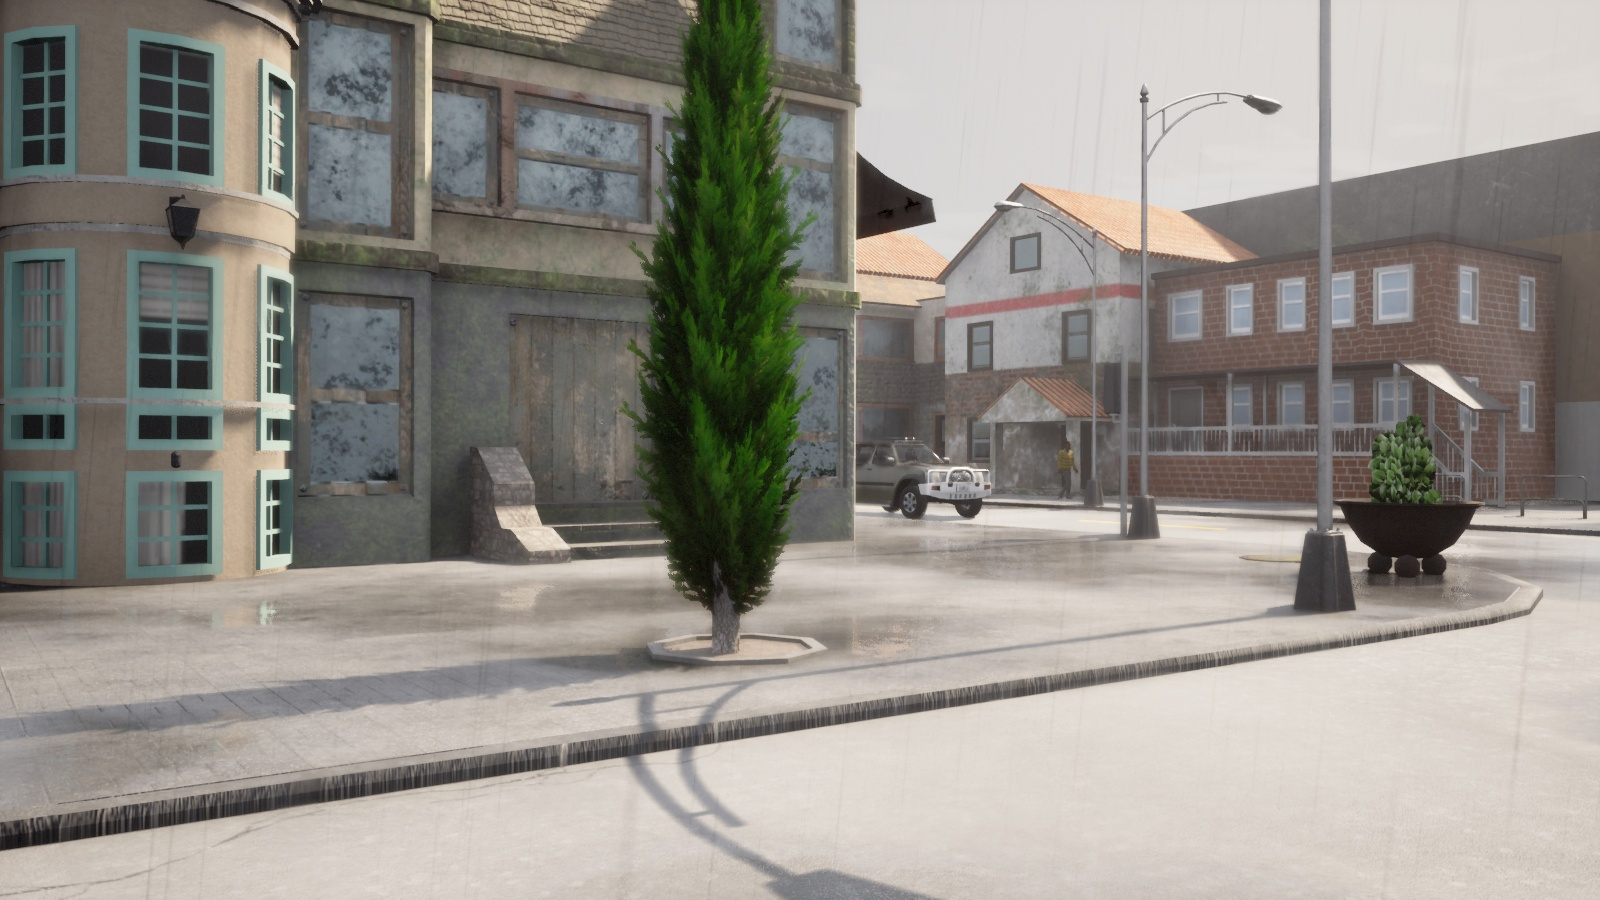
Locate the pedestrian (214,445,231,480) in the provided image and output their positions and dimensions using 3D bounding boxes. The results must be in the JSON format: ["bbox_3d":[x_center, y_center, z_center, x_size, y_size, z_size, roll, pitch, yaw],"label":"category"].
[{"bbox_3d":[-31.086,0.680,67.585,0.634,1.844,0.899,0,0,-37],"label":"pedestrian"}]

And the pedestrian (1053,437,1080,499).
[{"bbox_3d":[7.992,0.530,37.686,0.431,1.840,0.709,0,0,-30],"label":"pedestrian"}]

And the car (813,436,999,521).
[{"bbox_3d":[2.406,0.629,29.817,1.932,1.855,4.605,0,0,-34],"label":"car"}]
